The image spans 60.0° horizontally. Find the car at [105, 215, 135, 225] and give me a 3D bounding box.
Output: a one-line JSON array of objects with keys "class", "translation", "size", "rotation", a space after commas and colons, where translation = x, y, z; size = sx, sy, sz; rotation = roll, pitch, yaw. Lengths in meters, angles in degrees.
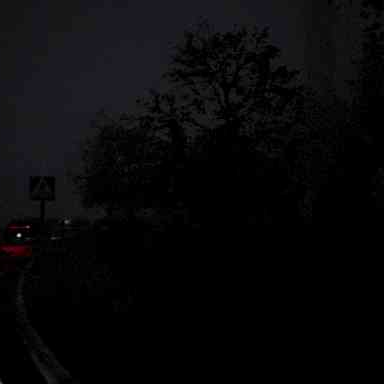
[{"class": "car", "translation": [-12.064, 4.711, 56.095], "size": [4.792, 1.488, 2.163], "rotation": [0, -3, -12]}]

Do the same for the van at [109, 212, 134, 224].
[{"class": "van", "translation": [-13.066, 4.788, 61.516], "size": [4.442, 1.987, 1.878], "rotation": [0, -3, -12]}]

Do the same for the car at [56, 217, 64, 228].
[{"class": "car", "translation": [-18.100, 3.907, 42.362], "size": [1.837, 1.490, 4.892], "rotation": [0, -4, -12]}]

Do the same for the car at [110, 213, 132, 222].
[{"class": "car", "translation": [-15.437, 5.502, 72.257], "size": [4.553, 1.767, 2.185], "rotation": [0, -3, -12]}]

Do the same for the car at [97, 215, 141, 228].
[{"class": "car", "translation": [-9.360, 3.785, 42.617], "size": [5.366, 1.575, 1.946], "rotation": [0, -4, -12]}]

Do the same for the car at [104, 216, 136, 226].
[{"class": "car", "translation": [-10.894, 4.373, 50.719], "size": [4.674, 1.452, 2.002], "rotation": [0, -4, -12]}]

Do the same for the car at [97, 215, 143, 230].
[{"class": "car", "translation": [-8.030, 3.406, 37.279], "size": [4.892, 1.521, 2.231], "rotation": [0, -4, -12]}]

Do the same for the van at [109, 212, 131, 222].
[{"class": "van", "translation": [-15.010, 5.257, 69.543], "size": [4.442, 1.987, 1.878], "rotation": [0, -3, -12]}]

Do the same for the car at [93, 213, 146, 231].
[{"class": "car", "translation": [-6.901, 3.015, 31.902], "size": [4.892, 1.521, 2.231], "rotation": [0, -4, -12]}]

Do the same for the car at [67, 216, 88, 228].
[{"class": "car", "translation": [-15.495, 4.078, 45.875], "size": [1.882, 1.535, 5.008], "rotation": [0, -4, -12]}]

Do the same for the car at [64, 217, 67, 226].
[{"class": "car", "translation": [-20.183, 4.581, 52.163], "size": [1.812, 1.442, 4.674], "rotation": [0, -4, -12]}]

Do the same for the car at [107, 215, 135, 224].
[{"class": "car", "translation": [-12.577, 4.877, 58.795], "size": [4.792, 1.488, 2.163], "rotation": [0, -3, -12]}]

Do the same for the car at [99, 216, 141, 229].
[{"class": "car", "translation": [-8.577, 3.629, 39.966], "size": [4.792, 1.488, 2.163], "rotation": [0, -4, -12]}]

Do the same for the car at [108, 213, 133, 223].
[{"class": "car", "translation": [-13.808, 5.056, 64.296], "size": [4.553, 1.767, 2.185], "rotation": [0, -3, -12]}]

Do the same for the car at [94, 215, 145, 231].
[{"class": "car", "translation": [-7.471, 3.211, 34.591], "size": [5.008, 1.535, 2.097], "rotation": [0, -4, -12]}]

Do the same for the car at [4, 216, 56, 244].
[{"class": "car", "translation": [-9.823, 2.244, 20.191], "size": [1.837, 1.490, 4.892], "rotation": [0, -4, -14]}]
